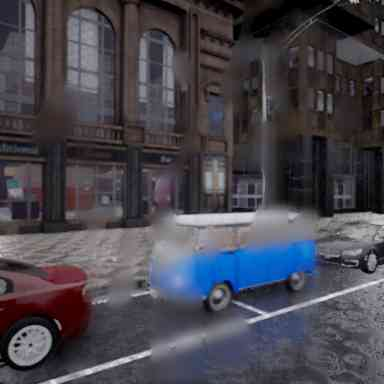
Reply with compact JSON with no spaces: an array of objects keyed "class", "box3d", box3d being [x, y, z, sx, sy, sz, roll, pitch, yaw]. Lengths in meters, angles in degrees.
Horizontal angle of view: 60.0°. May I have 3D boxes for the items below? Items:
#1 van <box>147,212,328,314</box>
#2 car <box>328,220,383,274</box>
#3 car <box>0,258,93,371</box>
[{"class":"van","box3d":[1.020,1.362,7.372,3.998,1.788,1.690,0,0,-35]},{"class":"car","box3d":[5.595,1.596,10.630,4.403,1.369,2.008,0,0,-35]},{"class":"car","box3d":[-3.558,1.542,4.112,4.507,1.381,1.887,0,0,-35]}]
